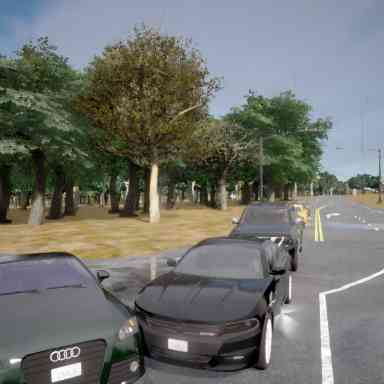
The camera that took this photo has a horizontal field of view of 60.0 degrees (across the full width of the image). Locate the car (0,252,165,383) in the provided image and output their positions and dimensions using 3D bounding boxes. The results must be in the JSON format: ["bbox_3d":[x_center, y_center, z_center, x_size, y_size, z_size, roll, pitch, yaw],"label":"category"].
[{"bbox_3d":[-2.303,1.643,4.944,1.994,1.385,4.181,1,-2,-33],"label":"car"}]

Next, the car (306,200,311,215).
[{"bbox_3d":[9.311,1.723,29.538,1.812,1.442,4.674,-1,0,21],"label":"car"}]

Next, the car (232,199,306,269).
[{"bbox_3d":[2.867,1.459,12.380,2.150,2.045,5.566,-2,0,21],"label":"car"}]

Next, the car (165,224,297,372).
[{"bbox_3d":[0.743,1.613,6.240,1.882,1.535,5.008,-1,-2,21],"label":"car"}]

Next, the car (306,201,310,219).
[{"bbox_3d":[7.249,1.663,24.035,1.882,1.535,5.008,-1,0,21],"label":"car"}]

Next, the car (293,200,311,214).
[{"bbox_3d":[13.340,1.746,40.121,1.812,1.442,4.674,-1,0,21],"label":"car"}]
